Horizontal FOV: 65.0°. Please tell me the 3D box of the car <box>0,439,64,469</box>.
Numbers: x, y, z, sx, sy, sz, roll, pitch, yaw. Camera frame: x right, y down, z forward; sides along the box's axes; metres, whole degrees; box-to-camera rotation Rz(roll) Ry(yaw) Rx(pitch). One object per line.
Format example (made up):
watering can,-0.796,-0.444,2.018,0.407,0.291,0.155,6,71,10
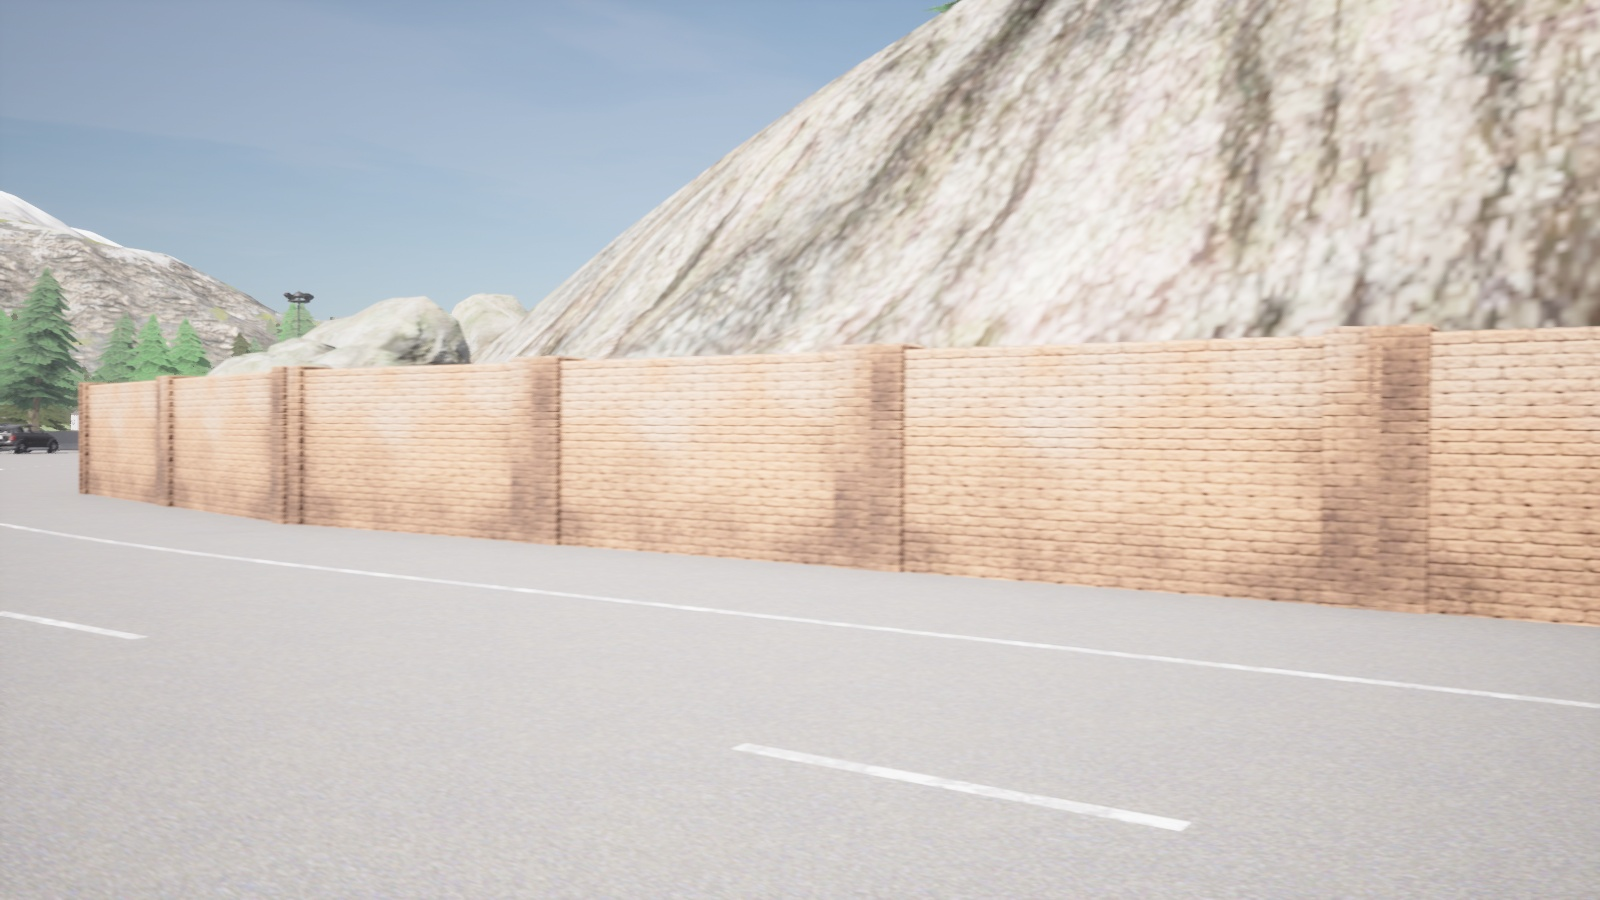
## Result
car,-41.568,0.179,67.355,1.789,1.549,3.705,-1,1,5
